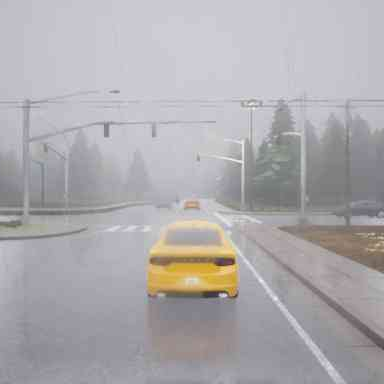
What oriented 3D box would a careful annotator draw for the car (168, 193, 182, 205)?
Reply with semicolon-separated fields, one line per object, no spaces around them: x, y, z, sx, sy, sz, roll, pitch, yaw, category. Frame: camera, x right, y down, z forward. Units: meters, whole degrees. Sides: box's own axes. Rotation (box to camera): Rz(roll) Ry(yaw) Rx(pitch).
-3.504;1.208;60.686;2.150;2.045;5.566;0;0;1;car

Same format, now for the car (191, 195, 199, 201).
0.696;1.423;83.168;1.837;1.490;4.892;0;0;2;car

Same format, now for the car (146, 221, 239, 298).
0.049;1.472;8.552;1.882;1.535;5.008;0;0;1;car

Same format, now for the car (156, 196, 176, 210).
-3.580;1.537;43.178;2.033;1.411;5.357;0;0;0;car

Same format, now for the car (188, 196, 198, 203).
0.297;1.521;72.776;2.033;1.411;5.357;0;0;2;car

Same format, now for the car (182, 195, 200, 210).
0.017;1.468;42.215;1.882;1.535;5.008;0;0;0;car

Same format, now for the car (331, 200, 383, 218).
14.910;1.525;29.530;4.892;1.490;1.837;0;0;1;car
